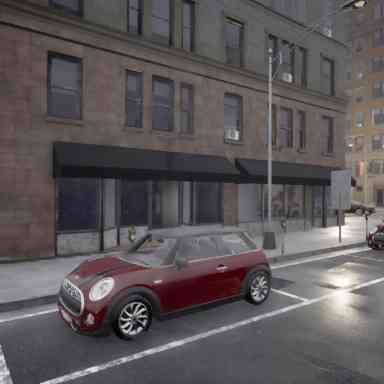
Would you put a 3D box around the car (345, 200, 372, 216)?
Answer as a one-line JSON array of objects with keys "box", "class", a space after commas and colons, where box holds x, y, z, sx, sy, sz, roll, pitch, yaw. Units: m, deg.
[{"box": [14.776, 1.403, 31.734, 1.882, 1.535, 5.008, 1, 0, -37], "class": "car"}]

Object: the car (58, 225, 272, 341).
[{"box": [-0.395, 1.441, 6.466, 4.097, 1.590, 1.967, 0, 0, -35], "class": "car"}]

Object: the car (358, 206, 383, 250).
[{"box": [8.564, 1.445, 12.825, 4.097, 1.590, 1.967, 0, 0, -35], "class": "car"}]
